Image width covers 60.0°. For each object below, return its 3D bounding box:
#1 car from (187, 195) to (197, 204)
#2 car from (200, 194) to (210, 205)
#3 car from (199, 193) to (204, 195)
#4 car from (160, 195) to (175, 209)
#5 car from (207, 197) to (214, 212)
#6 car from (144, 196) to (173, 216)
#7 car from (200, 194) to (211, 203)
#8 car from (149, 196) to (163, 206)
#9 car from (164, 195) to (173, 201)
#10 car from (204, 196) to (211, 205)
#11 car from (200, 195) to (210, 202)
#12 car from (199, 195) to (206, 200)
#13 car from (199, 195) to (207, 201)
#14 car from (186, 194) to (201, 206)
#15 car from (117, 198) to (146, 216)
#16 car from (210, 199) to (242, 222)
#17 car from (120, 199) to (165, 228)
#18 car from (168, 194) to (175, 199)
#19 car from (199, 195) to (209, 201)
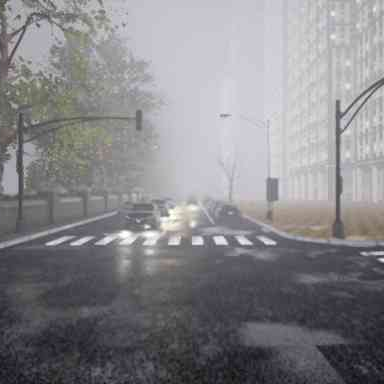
[{"bbox_3d":[-0.016,1.329,62.366,1.837,1.490,4.892,0,0,0],"label":"car"},{"bbox_3d":[2.679,1.390,53.244,1.887,1.381,4.507,0,0,0],"label":"car"},{"bbox_3d":[2.677,1.272,58.875,1.967,1.590,4.097,0,0,0],"label":"car"},{"bbox_3d":[-3.094,1.402,40.864,1.812,1.442,4.674,0,0,0],"label":"car"},{"bbox_3d":[2.683,1.470,30.713,1.947,1.339,4.313,0,0,0],"label":"car"},{"bbox_3d":[-3.105,1.407,31.133,1.837,1.490,4.892,0,0,0],"label":"car"},{"bbox_3d":[2.676,1.260,64.507,1.967,1.590,4.097,0,0,0],"label":"car"},{"bbox_3d":[-5.702,1.370,53.072,1.752,1.417,4.829,0,0,0],"label":"car"},{"bbox_3d":[-5.709,1.331,81.402,1.887,1.381,4.507,0,0,0],"label":"car"},{"bbox_3d":[2.682,1.454,36.346,1.947,1.339,4.313,0,0,0],"label":"car"},{"bbox_3d":[2.673,1.359,70.140,2.008,1.369,4.403,0,0,0],"label":"car"},{"bbox_3d":[2.670,1.358,87.036,1.802,1.307,4.206,0,0,0],"label":"car"},{"bbox_3d":[2.671,1.368,81.404,1.802,1.307,4.206,0,0,0],"label":"car"},{"bbox_3d":[-0.014,1.448,52.396,1.895,1.301,4.718,0,0,0],"label":"car"},{"bbox_3d":[-5.697,1.486,30.711,1.802,1.307,4.206,0,0,0],"label":"car"},{"bbox_3d":[2.685,1.486,25.081,1.947,1.339,4.313,0,0,0],"label":"car"},{"bbox_3d":[-3.104,1.435,21.760,1.837,1.490,4.892,0,0,0],"label":"car"},{"bbox_3d":[-5.712,1.312,92.666,1.887,1.381,4.507,0,0,0],"label":"car"},{"bbox_3d":[2.672,1.348,75.772,2.008,1.369,4.403,0,0,0],"label":"car"}]
